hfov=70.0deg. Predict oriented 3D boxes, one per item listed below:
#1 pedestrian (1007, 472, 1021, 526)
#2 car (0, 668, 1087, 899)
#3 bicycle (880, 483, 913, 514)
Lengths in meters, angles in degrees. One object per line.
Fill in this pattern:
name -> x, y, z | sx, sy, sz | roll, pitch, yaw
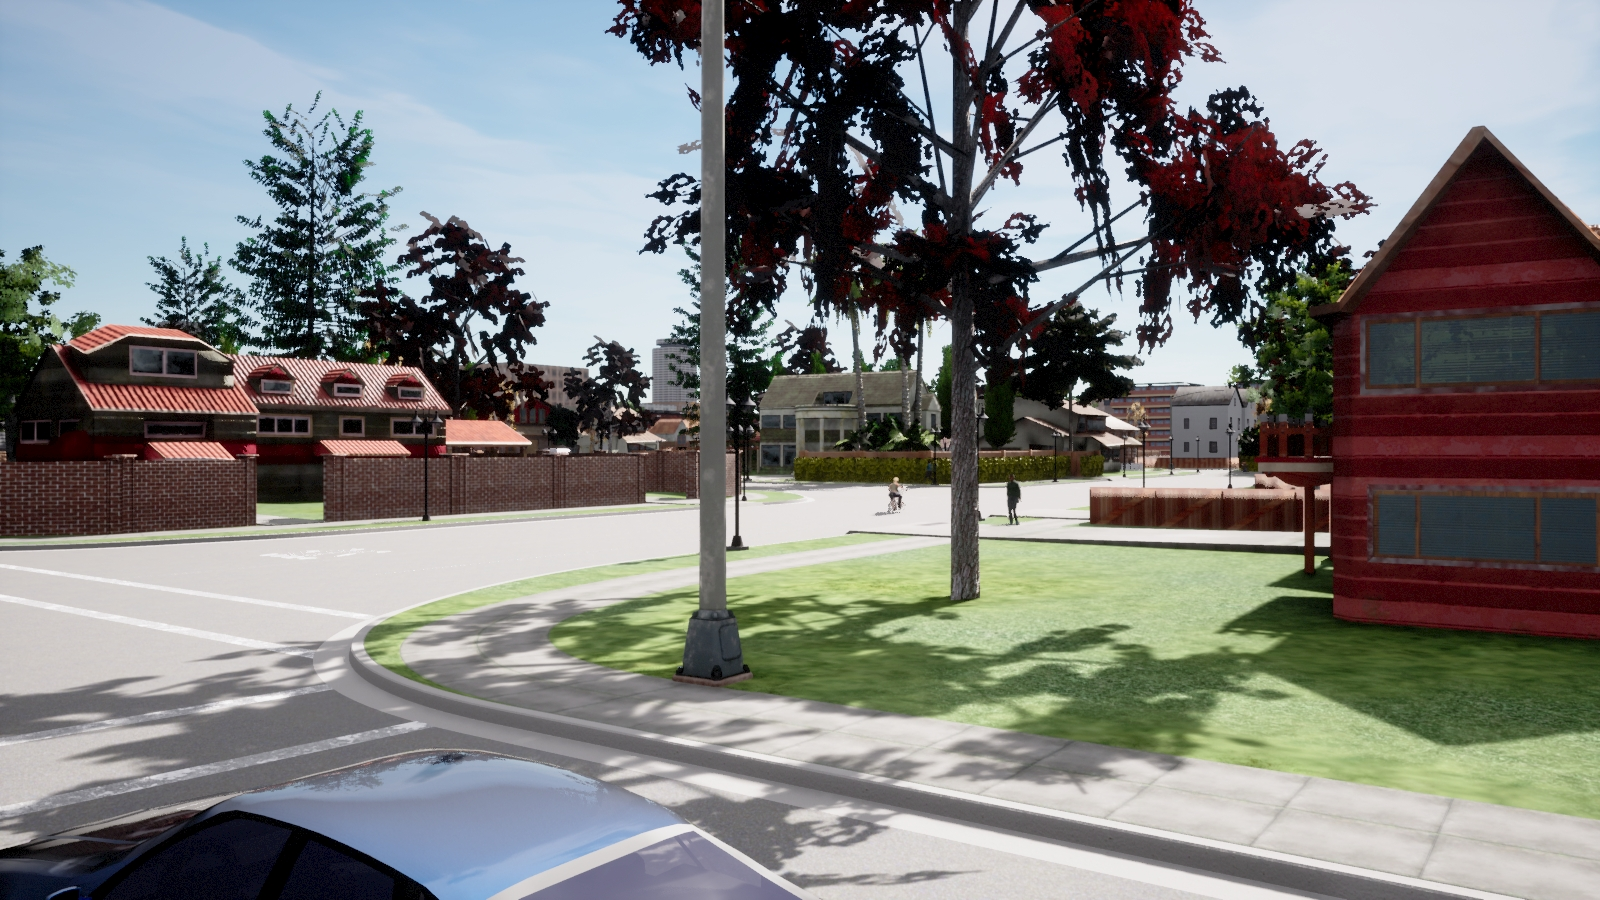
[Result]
pedestrian -> 7.469, 1.704, 39.921 | 0.375, 1.860, 0.375 | 0, 0, 34
car -> -1.713, 2.106, 4.943 | 5.357, 1.411, 2.033 | 0, 0, 36
bicycle -> 4.278, 2.145, 50.509 | 0.859, 1.301, 1.487 | 0, 0, 32
